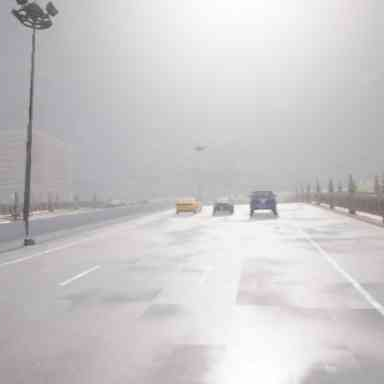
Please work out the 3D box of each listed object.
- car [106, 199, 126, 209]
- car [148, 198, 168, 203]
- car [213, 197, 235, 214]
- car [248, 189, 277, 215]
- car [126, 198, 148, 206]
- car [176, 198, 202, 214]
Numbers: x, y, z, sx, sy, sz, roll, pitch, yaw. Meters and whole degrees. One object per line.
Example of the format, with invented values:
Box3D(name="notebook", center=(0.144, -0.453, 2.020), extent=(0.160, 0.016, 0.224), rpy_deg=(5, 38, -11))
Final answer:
Box3D(name="car", center=(-11.213, 1.850, 50.112), extent=(1.812, 1.442, 4.674), rpy_deg=(-2, -2, 12))
Box3D(name="car", center=(-4.401, 1.568, 48.512), extent=(1.812, 1.442, 4.674), rpy_deg=(-2, -2, 12))
Box3D(name="car", center=(3.034, 1.226, 31.258), extent=(1.812, 1.442, 4.674), rpy_deg=(-2, 0, 11))
Box3D(name="car", center=(6.019, 0.815, 28.361), extent=(2.150, 2.045, 5.566), rpy_deg=(-2, 0, 11))
Box3D(name="car", center=(-7.715, 1.700, 49.766), extent=(1.837, 1.490, 4.892), rpy_deg=(-2, -2, 12))
Box3D(name="car", center=(-0.240, 1.306, 32.746), extent=(1.882, 1.535, 5.008), rpy_deg=(-2, 0, 11))
